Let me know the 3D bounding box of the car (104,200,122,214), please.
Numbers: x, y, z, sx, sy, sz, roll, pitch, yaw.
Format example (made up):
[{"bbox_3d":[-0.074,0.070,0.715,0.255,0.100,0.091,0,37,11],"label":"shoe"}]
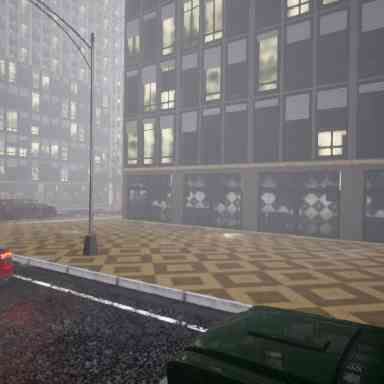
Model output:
[{"bbox_3d":[-8.042,1.830,39.153,1.752,1.417,4.829,1,0,36],"label":"car"}]

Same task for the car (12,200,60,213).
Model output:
[{"bbox_3d":[-18.338,1.643,39.293,1.752,1.417,4.829,1,0,36],"label":"car"}]

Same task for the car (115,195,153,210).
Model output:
[{"bbox_3d":[-8.353,1.499,48.476,2.150,2.045,5.566,1,0,36],"label":"car"}]

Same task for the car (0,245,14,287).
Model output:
[{"bbox_3d":[-6.076,1.521,7.983,4.674,1.442,1.812,0,0,35],"label":"car"}]

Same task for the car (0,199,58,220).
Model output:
[{"bbox_3d":[-14.819,1.519,29.926,2.192,1.841,5.009,1,0,36],"label":"car"}]

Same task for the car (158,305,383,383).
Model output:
[{"bbox_3d":[2.035,1.601,2.235,4.718,1.301,1.895,0,0,35],"label":"car"}]
